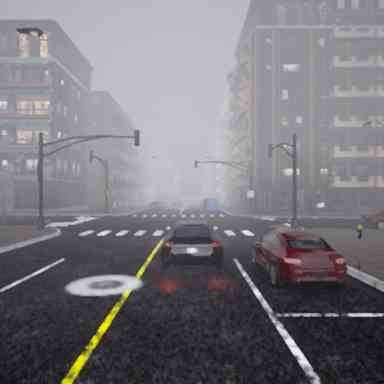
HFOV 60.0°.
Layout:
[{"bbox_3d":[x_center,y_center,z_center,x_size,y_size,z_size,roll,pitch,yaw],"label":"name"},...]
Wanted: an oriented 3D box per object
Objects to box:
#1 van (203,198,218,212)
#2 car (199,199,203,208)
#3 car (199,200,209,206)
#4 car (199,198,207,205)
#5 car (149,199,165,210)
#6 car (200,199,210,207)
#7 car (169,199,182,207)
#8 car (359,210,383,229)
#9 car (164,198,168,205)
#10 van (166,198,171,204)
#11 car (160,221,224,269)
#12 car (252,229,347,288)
[{"bbox_3d":[2.807,1.865,47.195,1.690,1.788,3.998,-1,-1,0],"label":"van"},{"bbox_3d":[2.717,1.907,52.692,2.192,1.841,5.009,-1,-1,0],"label":"car"},{"bbox_3d":[2.677,2.427,74.770,1.887,1.381,4.507,-1,-1,0],"label":"car"},{"bbox_3d":[2.722,2.476,85.813,1.967,1.590,4.097,-1,-1,0],"label":"car"},{"bbox_3d":[-5.846,2.174,52.738,1.802,1.307,4.206,-1,-1,0],"label":"car"},{"bbox_3d":[2.676,2.248,69.251,1.967,1.590,4.097,-1,-1,0],"label":"car"},{"bbox_3d":[-3.006,2.388,68.057,1.895,1.301,4.718,0,-1,0],"label":"car"},{"bbox_3d":[14.717,2.006,24.418,4.507,1.381,1.887,1,-1,0],"label":"car"},{"bbox_3d":[-5.846,2.228,58.260,1.947,1.339,4.313,-1,-1,0],"label":"car"},{"bbox_3d":[-5.851,2.300,80.354,1.690,1.788,3.998,-1,-1,0],"label":"van"},{"bbox_3d":[0.001,1.683,11.630,1.994,1.385,4.181,0,-1,0],"label":"car"},{"bbox_3d":[2.792,1.677,9.293,1.802,1.307,4.206,0,-1,0],"label":"car"}]
